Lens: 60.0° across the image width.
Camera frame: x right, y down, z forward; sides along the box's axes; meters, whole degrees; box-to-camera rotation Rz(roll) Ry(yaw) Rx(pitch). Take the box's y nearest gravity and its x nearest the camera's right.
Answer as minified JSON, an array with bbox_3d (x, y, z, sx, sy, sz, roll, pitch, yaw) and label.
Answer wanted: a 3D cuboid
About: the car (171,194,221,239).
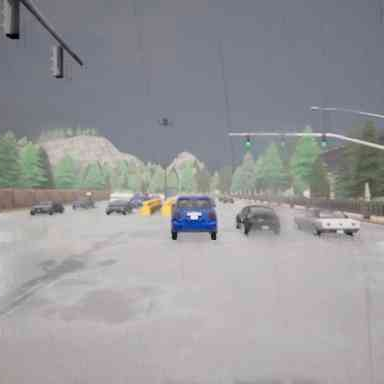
[{"bbox_3d":[0.100,1.206,17.341,2.150,2.045,5.566,0,0,0],"label":"car"}]

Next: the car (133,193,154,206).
[{"bbox_3d":[-7.054,1.182,45.484,2.150,2.045,5.566,0,0,2],"label":"car"}]

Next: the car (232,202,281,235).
[{"bbox_3d":[3.600,1.488,18.723,1.837,1.490,4.892,0,0,0],"label":"car"}]

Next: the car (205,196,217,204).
[{"bbox_3d":[3.496,1.492,63.262,2.033,1.411,5.357,0,0,0],"label":"car"}]

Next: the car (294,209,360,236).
[{"bbox_3d":[7.099,1.585,18.118,1.895,1.301,4.718,0,0,0],"label":"car"}]

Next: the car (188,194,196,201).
[{"bbox_3d":[-0.005,1.246,73.682,1.882,1.535,5.008,0,0,0],"label":"car"}]

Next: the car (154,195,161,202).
[{"bbox_3d":[-7.006,1.296,62.989,2.097,1.767,4.553,0,0,0],"label":"car"}]

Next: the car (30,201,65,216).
[{"bbox_3d":[-14.089,1.535,32.564,1.994,1.385,4.181,0,0,0],"label":"car"}]

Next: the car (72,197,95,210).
[{"bbox_3d":[-14.078,1.466,43.378,1.837,1.490,4.892,0,0,0],"label":"car"}]

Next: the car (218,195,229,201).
[{"bbox_3d":[6.995,1.363,73.712,1.895,1.301,4.718,0,0,0],"label":"car"}]

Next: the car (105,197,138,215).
[{"bbox_3d":[-7.091,1.518,33.133,2.033,1.411,5.357,0,0,0],"label":"car"}]

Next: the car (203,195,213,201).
[{"bbox_3d":[3.495,1.308,73.682,2.033,1.411,5.357,0,0,0],"label":"car"}]

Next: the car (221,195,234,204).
[{"bbox_3d":[6.996,1.470,63.679,1.812,1.442,4.674,0,0,0],"label":"car"}]

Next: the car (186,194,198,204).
[{"bbox_3d":[-0.004,1.296,63.648,2.097,1.767,4.553,0,0,0],"label":"car"}]
